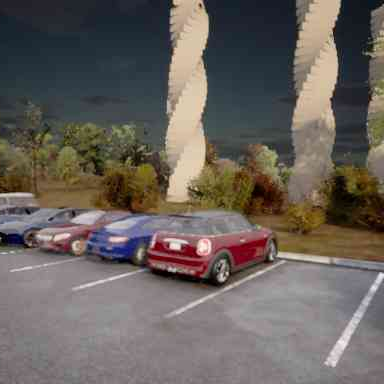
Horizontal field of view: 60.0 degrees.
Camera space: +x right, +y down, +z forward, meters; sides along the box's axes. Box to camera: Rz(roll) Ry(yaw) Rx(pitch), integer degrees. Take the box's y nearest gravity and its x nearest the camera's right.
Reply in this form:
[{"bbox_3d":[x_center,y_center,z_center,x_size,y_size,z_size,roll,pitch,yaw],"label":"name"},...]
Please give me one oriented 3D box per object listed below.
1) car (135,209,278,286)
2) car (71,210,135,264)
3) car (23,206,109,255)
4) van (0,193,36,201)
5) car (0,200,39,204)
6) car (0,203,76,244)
[{"bbox_3d":[0.827,1.320,9.738,2.185,1.767,4.553,1,0,35],"label":"car"},{"bbox_3d":[-1.406,1.458,11.365,2.002,1.452,4.674,1,0,35],"label":"car"},{"bbox_3d":[-3.645,1.430,12.968,2.002,1.452,4.674,1,0,35],"label":"car"},{"bbox_3d":[-10.303,1.057,17.857,1.878,1.987,4.442,1,1,35],"label":"van"},{"bbox_3d":[-8.116,1.351,16.190,2.163,1.488,4.792,1,1,35],"label":"car"},{"bbox_3d":[-5.909,1.389,14.544,2.163,1.488,4.792,1,1,36],"label":"car"}]
